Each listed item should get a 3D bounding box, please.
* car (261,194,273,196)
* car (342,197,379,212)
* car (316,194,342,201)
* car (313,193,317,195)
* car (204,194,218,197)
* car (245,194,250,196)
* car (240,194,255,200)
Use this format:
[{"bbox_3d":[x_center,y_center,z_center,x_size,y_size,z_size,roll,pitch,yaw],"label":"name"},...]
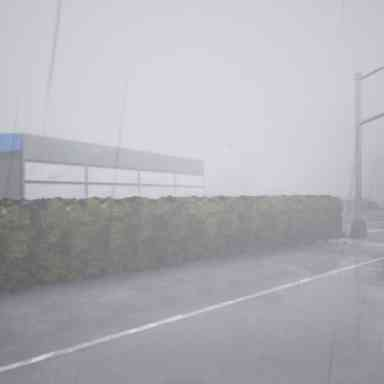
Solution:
[{"bbox_3d":[18.445,1.275,80.452,5.027,1.636,2.152,0,0,-38],"label":"car"},{"bbox_3d":[19.322,1.382,37.570,4.514,1.523,2.007,0,0,-38],"label":"car"},{"bbox_3d":[17.346,1.380,40.007,5.027,1.636,2.152,0,0,-38],"label":"car"},{"bbox_3d":[26.336,1.170,70.381,3.866,1.878,1.905,0,0,-38],"label":"car"},{"bbox_3d":[2.826,1.225,72.200,4.605,1.855,1.932,0,0,-38],"label":"car"},{"bbox_3d":[9.949,1.397,61.956,4.514,1.523,2.007,0,0,-38],"label":"car"},{"bbox_3d":[14.232,1.368,85.303,3.806,1.475,1.970,0,0,-38],"label":"car"}]
